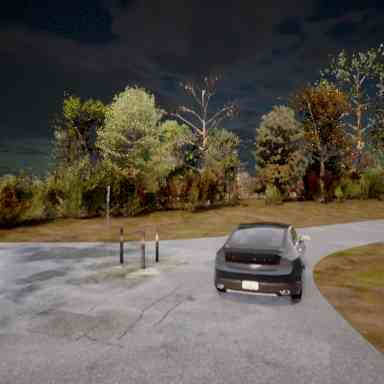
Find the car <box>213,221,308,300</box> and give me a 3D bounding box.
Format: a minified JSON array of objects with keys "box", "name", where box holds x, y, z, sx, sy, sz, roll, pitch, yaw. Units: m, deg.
[{"box":[1.934,1.521,8.618,1.837,1.490,4.892,0,0,20],"name":"car"}]
